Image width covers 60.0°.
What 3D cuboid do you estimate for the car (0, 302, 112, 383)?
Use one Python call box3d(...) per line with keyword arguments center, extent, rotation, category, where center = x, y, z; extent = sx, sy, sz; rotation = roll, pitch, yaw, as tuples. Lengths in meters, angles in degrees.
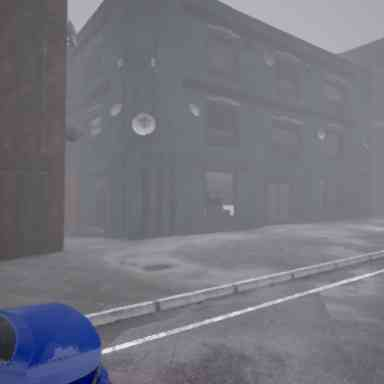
box3d(center=(-2.919, 1.480, 1.604), extent=(5.008, 1.535, 1.882), rotation=(0, 0, -35), category="car")
